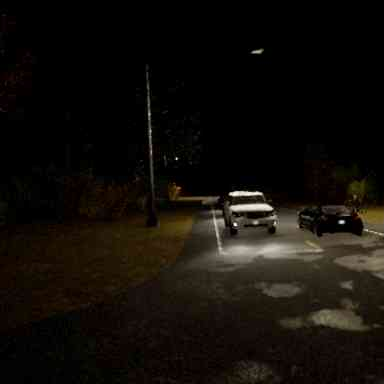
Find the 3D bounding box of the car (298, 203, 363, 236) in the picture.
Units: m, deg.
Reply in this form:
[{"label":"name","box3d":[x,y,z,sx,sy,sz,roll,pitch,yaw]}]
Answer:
[{"label":"car","box3d":[6.442,1.212,15.924,1.994,1.385,4.181,-3,0,5]}]

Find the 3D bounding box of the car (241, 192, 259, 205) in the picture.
[{"label":"car","box3d":[8.096,0.871,46.983,1.837,1.490,4.892,-3,0,3]}]

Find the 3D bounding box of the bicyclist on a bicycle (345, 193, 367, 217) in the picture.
[{"label":"bicyclist on a bicycle","box3d":[10.818,0.884,22.191,1.656,1.620,0.582,-1,1,3]}]

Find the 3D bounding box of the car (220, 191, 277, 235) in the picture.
[{"label":"car","box3d":[2.952,1.012,17.864,2.150,2.045,5.566,-3,0,1]}]
